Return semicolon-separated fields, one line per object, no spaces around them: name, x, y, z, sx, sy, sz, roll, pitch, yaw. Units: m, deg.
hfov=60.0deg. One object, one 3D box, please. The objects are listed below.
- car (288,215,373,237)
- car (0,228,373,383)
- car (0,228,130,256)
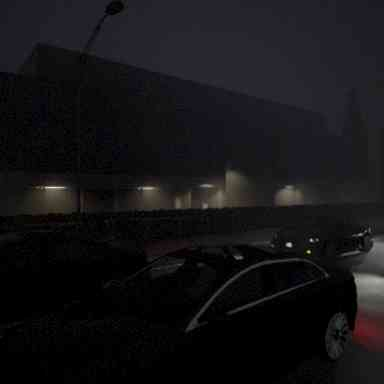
car;4.757;1.541;12.068;4.181;1.385;1.994;0;0;-37
car;0.256;1.486;4.171;4.902;1.511;2.128;0;0;-39
car;-3.160;1.476;6.031;5.008;1.535;1.882;0;0;-37
